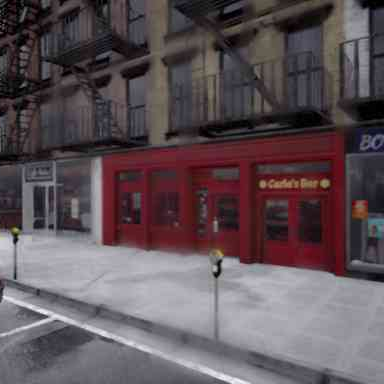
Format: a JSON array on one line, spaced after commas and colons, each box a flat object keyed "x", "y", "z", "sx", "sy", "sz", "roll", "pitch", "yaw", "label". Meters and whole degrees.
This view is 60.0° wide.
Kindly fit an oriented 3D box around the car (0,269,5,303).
[{"x": -5.325, "y": 1.628, "z": 6.608, "sx": 4.206, "sy": 1.307, "sz": 1.802, "roll": 0, "pitch": 0, "yaw": 35, "label": "car"}]
